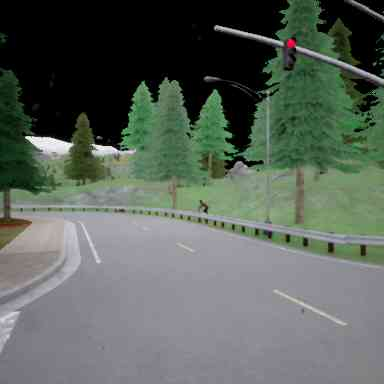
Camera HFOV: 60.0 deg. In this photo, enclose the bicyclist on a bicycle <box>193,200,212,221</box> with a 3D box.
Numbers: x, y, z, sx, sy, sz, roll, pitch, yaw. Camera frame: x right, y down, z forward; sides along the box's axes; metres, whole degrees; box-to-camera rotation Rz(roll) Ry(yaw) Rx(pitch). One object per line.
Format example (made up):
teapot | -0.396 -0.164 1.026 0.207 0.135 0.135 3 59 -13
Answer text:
bicyclist on a bicycle | 0.826 1.419 25.534 1.656 1.620 0.582 -1 2 -20
